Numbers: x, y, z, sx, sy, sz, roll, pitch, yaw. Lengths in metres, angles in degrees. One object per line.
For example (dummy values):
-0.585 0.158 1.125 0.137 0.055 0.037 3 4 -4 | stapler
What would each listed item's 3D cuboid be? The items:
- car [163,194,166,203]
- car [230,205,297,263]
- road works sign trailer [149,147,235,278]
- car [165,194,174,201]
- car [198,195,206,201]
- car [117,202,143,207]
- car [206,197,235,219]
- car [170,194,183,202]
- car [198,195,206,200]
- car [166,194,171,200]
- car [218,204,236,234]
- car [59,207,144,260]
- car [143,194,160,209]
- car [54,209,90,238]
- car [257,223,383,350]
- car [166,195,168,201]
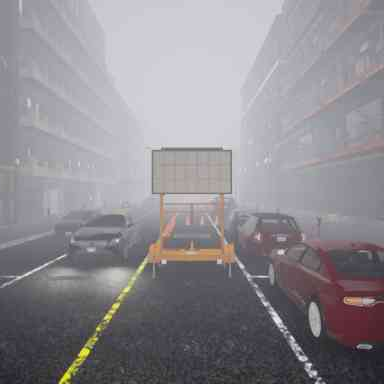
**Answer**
-5.700 1.305 51.399 2.192 1.841 5.009 0 0 0 | car
2.689 1.440 11.942 1.967 1.590 4.097 0 0 0 | car
-0.003 0.465 10.074 2.380 3.560 2.880 0 0 0 | road works sign trailer
-5.708 1.415 85.216 1.967 1.590 4.097 0 0 0 | car
2.674 1.503 79.748 1.752 1.417 4.829 0 0 0 | car
-5.696 1.523 28.682 1.752 1.417 4.829 0 0 0 | car
2.686 1.313 28.851 2.192 1.841 5.009 0 0 0 | car
-3.016 1.473 72.492 2.128 1.511 4.902 0 0 0 | car
2.671 1.517 90.851 1.887 1.381 4.507 0 0 0 | car
-5.706 1.293 79.581 2.192 1.841 5.009 0 0 0 | car
2.688 1.550 17.577 2.008 1.369 4.403 0 0 0 | car
-3.103 1.526 12.583 1.812 1.442 4.674 0 0 0 | car
-5.699 1.432 45.762 1.967 1.590 4.097 0 0 0 | car
-5.693 1.566 17.579 1.947 1.339 4.313 0 0 0 | car
2.690 1.545 6.305 1.887 1.381 4.507 0 0 0 | car
-5.702 1.570 57.035 1.802 1.307 4.206 0 0 0 | car
